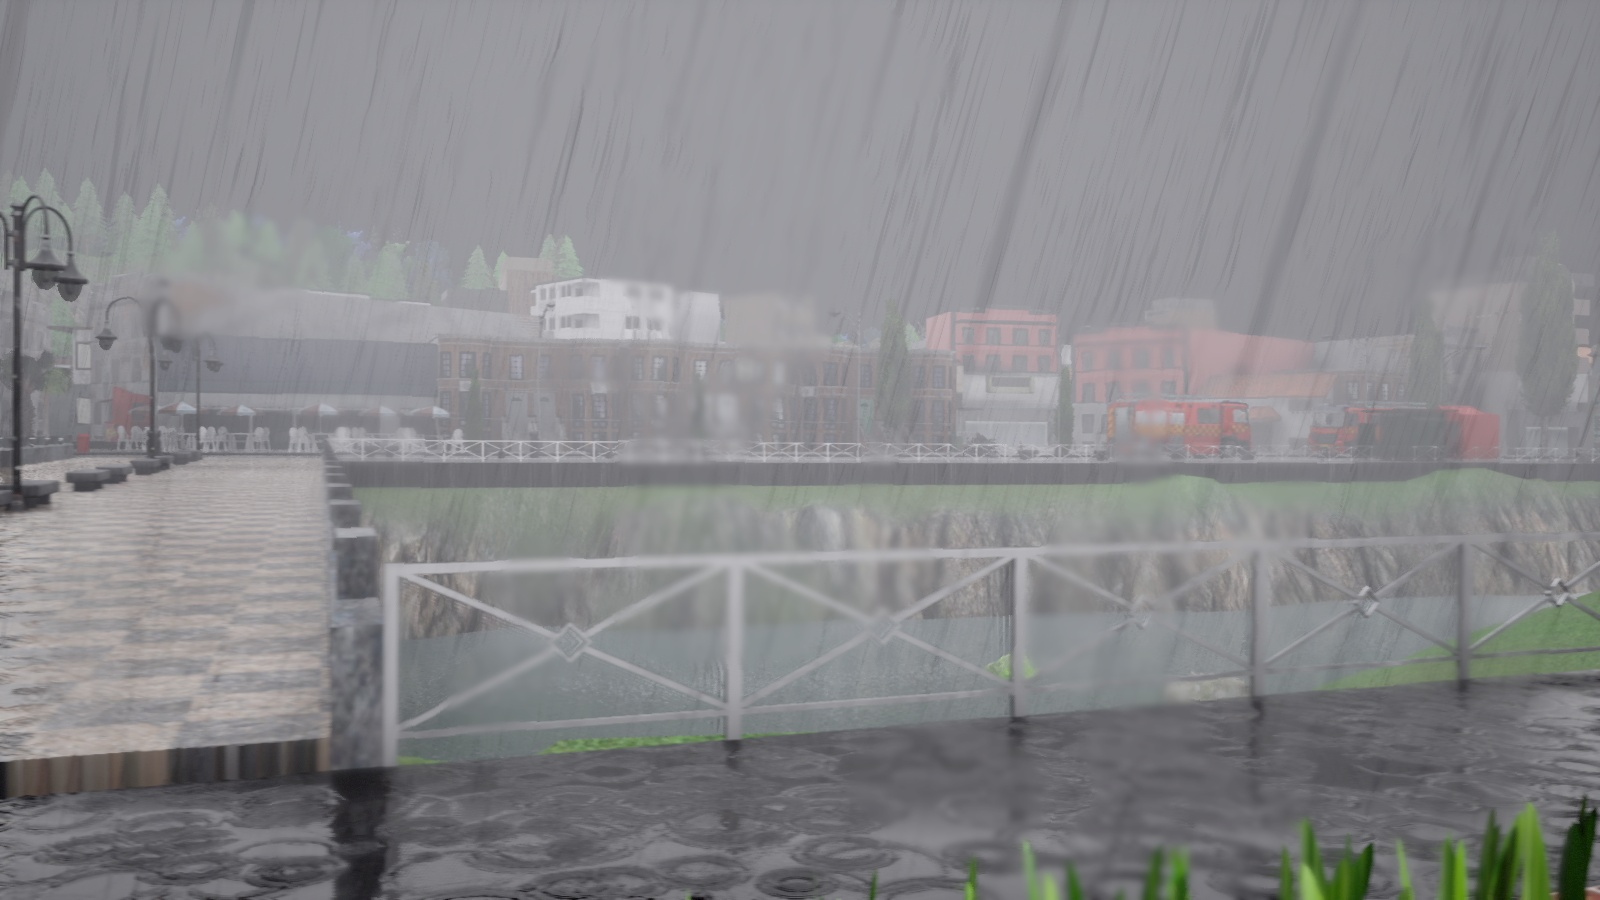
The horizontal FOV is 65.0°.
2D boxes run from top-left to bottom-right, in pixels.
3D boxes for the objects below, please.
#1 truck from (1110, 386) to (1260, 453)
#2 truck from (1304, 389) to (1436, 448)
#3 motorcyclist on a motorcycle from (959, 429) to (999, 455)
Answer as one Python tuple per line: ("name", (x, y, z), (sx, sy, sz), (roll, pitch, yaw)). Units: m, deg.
("truck", (22.743, -1.818, 74.104), (8.468, 3.827, 2.891), (-1, 1, -21))
("truck", (38.266, -2.152, 84.281), (8.468, 3.827, 2.891), (-1, 1, -21))
("motorcyclist on a motorcycle", (10.510, -0.481, 73.749), (2.191, 1.530, 0.866), (-1, 1, -21))
